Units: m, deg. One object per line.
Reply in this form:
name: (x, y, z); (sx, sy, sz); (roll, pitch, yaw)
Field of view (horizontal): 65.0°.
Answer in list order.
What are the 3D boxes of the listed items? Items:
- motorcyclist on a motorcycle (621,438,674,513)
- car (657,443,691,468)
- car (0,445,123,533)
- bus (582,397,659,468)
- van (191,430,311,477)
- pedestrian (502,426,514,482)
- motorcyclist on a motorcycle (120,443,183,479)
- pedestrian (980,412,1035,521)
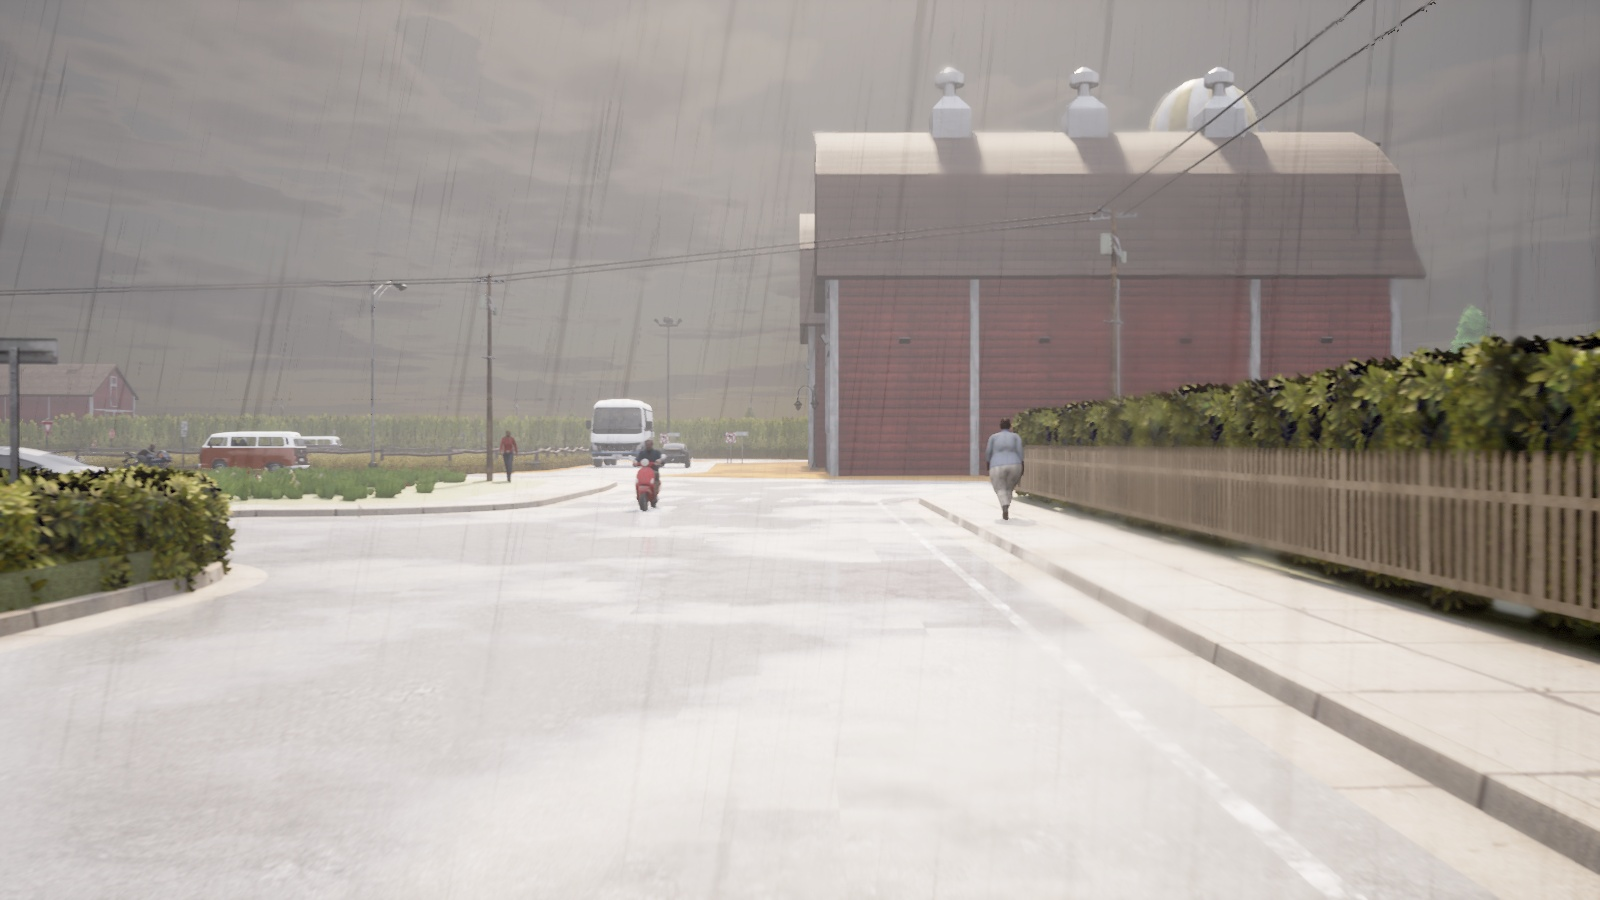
motorcyclist on a motorcycle: (-3.371, 0.540, 27.894); (0.866, 1.590, 1.817); (0, 1, 3)
car: (-7.657, 0.310, 76.892); (1.837, 1.490, 4.892); (0, 0, -3)
car: (-14.283, 0.640, 21.341); (4.674, 1.442, 1.812); (0, 0, -19)
bus: (-11.342, -1.094, 80.559); (3.944, 4.253, 10.273); (0, 0, -3)
van: (-24.711, 0.133, 56.599); (4.480, 2.038, 2.069); (0, 0, 0)
pedestrian: (-9.667, 0.118, 41.639); (0.331, 1.846, 0.636); (0, 0, -8)
motorcyclist on a motorcycle: (-27.423, 0.459, 53.114); (2.191, 1.530, 0.866); (0, 0, 0)
pedestrian: (3.599, 0.281, 21.869); (0.874, 1.855, 0.900); (0, 0, 5)
